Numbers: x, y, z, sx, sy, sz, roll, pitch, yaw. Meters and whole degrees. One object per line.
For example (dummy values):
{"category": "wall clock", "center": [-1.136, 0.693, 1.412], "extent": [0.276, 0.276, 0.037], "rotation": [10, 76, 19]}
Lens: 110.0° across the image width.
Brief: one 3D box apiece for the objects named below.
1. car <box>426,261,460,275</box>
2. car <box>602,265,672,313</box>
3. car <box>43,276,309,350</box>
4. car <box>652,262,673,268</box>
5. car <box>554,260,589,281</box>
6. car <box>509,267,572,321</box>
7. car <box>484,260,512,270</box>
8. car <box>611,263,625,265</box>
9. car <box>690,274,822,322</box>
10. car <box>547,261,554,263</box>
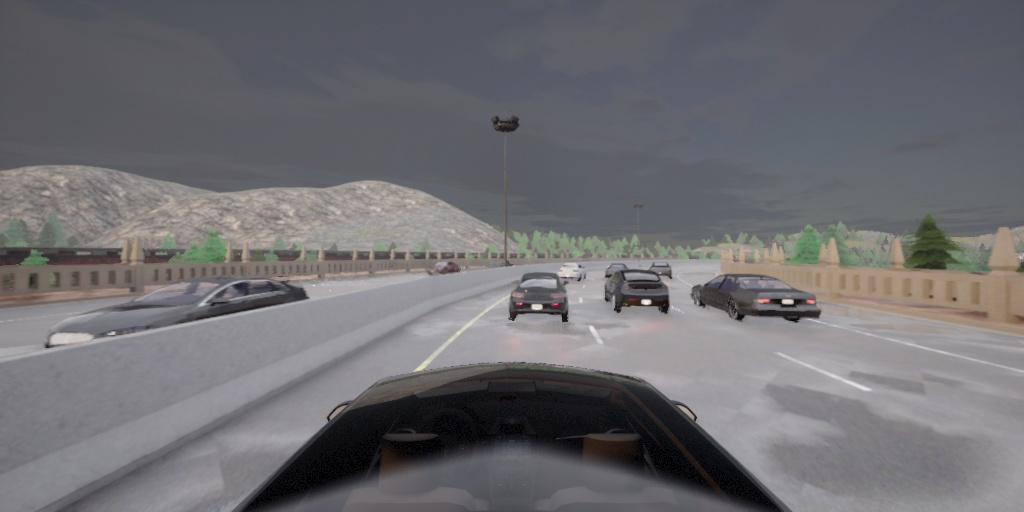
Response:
{"category": "car", "center": [-7.139, 1.260, 37.885], "extent": [1.812, 1.442, 4.674], "rotation": [0, 0, 21]}
{"category": "car", "center": [4.768, 1.262, 14.160], "extent": [1.837, 1.490, 4.892], "rotation": [0, 0, 9]}
{"category": "car", "center": [-6.702, 1.229, 7.993], "extent": [2.128, 1.511, 4.902], "rotation": [0, 0, 5]}
{"category": "car", "center": [13.694, 1.262, 33.119], "extent": [2.128, 1.511, 4.902], "rotation": [0, 0, 22]}
{"category": "car", "center": [4.975, 1.278, 29.669], "extent": [1.812, 1.442, 4.674], "rotation": [0, 0, 18]}
{"category": "car", "center": [0.990, 1.276, 12.436], "extent": [1.812, 1.442, 4.674], "rotation": [0, 0, 7]}
{"category": "car", "center": [-1.565, 1.250, 42.291], "extent": [1.837, 1.490, 4.892], "rotation": [0, -1, 24]}
{"category": "car", "center": [9.375, 1.327, 31.631], "extent": [1.994, 1.385, 4.181], "rotation": [0, 0, 20]}
{"category": "car", "center": [7.962, 1.310, 12.373], "extent": [2.033, 1.411, 5.357], "rotation": [0, 0, 8]}
{"category": "car", "center": [5.359, 1.356, 48.522], "extent": [1.895, 1.301, 4.718], "rotation": [0, 0, 29]}
